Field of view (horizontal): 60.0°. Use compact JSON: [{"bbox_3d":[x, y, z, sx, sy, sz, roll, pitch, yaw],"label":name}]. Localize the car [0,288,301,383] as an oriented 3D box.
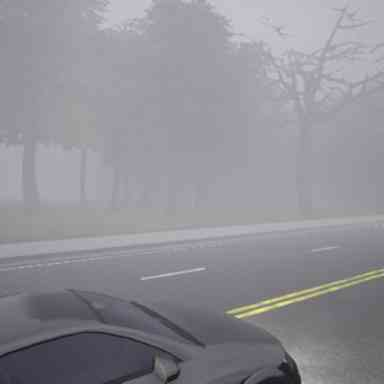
[{"bbox_3d":[-1.005,1.564,2.701,4.181,1.385,1.994,0,0,-36],"label":"car"}]
